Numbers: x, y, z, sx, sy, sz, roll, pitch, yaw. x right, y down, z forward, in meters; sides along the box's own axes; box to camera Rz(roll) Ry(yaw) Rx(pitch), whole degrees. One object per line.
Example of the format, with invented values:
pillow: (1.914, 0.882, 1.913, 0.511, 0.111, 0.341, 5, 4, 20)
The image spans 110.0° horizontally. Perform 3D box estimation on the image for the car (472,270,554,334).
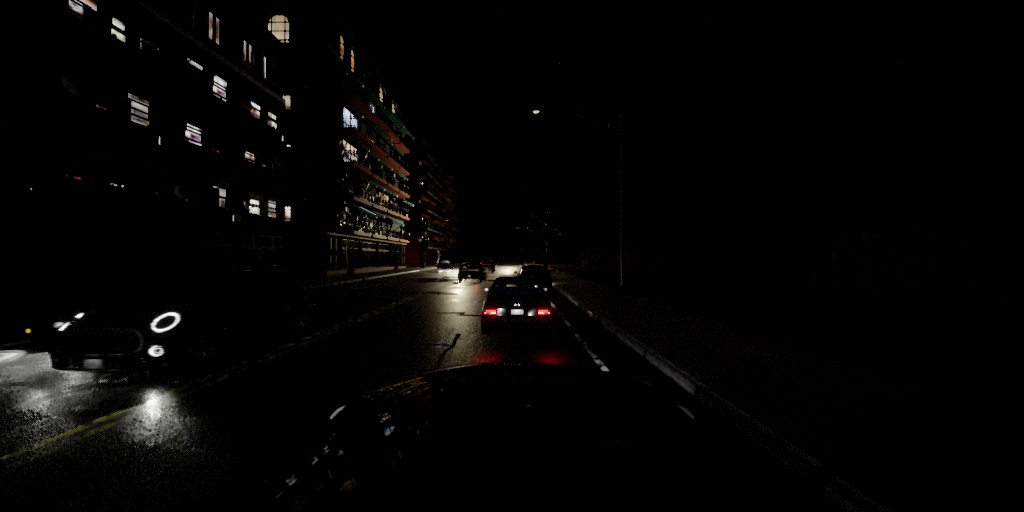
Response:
car: (0.120, 1.299, 10.531, 2.033, 1.411, 5.357, 0, 0, 0)

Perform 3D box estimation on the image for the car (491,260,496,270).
car: (-3.056, 1.239, 44.261, 2.128, 1.511, 4.902, 0, 0, 0)

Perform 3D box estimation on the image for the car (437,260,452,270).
car: (-9.731, 1.314, 52.861, 1.994, 1.385, 4.181, 0, 0, 0)

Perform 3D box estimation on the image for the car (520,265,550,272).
car: (1.177, 1.257, 20.219, 1.837, 1.490, 4.892, 0, 0, 0)

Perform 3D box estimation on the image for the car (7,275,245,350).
car: (-9.833, 1.315, 9.787, 1.994, 1.385, 4.181, 0, 0, 0)

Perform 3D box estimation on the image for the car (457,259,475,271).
car: (-6.488, 1.255, 51.016, 1.837, 1.490, 4.892, 0, 0, 0)

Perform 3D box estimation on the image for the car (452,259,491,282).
car: (-3.092, 1.243, 28.426, 2.128, 1.511, 4.902, 0, 0, 0)

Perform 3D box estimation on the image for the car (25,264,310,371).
car: (-6.587, 1.103, 7.884, 2.097, 1.767, 4.553, 0, 0, 0)
